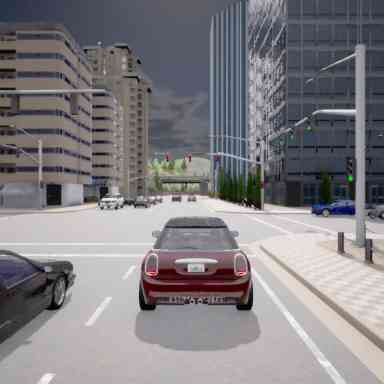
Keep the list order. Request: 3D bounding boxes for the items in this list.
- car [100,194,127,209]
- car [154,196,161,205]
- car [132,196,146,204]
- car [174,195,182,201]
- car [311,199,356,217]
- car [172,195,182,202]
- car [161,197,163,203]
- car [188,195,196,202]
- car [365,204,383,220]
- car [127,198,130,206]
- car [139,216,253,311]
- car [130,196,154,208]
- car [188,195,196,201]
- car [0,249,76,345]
[{"bbox_3d":[-10.611,1.222,44.436,2.150,2.045,5.566,0,0,0],"label":"car"},{"bbox_3d":[-7.096,1.491,57.464,2.128,1.511,4.902,0,0,0],"label":"car"},{"bbox_3d":[-10.537,1.491,66.619,2.128,1.511,4.902,0,0,0],"label":"car"},{"bbox_3d":[-3.522,1.509,84.311,2.033,1.411,5.357,0,0,0],"label":"car"},{"bbox_3d":[13.286,1.422,29.846,5.008,1.535,1.882,0,0,1],"label":"car"},{"bbox_3d":[-3.520,1.470,74.700,1.882,1.535,5.008,0,0,0],"label":"car"},{"bbox_3d":[-7.030,1.491,67.712,2.128,1.511,4.902,0,0,0],"label":"car"},{"bbox_3d":[-0.020,1.547,75.818,1.994,1.385,4.181,0,0,0],"label":"car"},{"bbox_3d":[16.273,1.436,26.324,4.902,1.511,2.128,0,0,0],"label":"car"},{"bbox_3d":[-10.606,1.601,54.205,1.895,1.301,4.718,0,0,0],"label":"car"},{"bbox_3d":[0.081,1.352,7.946,2.097,1.767,4.553,0,0,0],"label":"car"},{"bbox_3d":[-7.111,1.547,47.951,2.033,1.411,5.357,0,0,0],"label":"car"},{"bbox_3d":[-0.022,1.493,84.311,1.812,1.442,4.674,0,0,0],"label":"car"},{"bbox_3d":[-3.435,1.547,4.747,2.033,1.411,5.357,0,0,0],"label":"car"}]
